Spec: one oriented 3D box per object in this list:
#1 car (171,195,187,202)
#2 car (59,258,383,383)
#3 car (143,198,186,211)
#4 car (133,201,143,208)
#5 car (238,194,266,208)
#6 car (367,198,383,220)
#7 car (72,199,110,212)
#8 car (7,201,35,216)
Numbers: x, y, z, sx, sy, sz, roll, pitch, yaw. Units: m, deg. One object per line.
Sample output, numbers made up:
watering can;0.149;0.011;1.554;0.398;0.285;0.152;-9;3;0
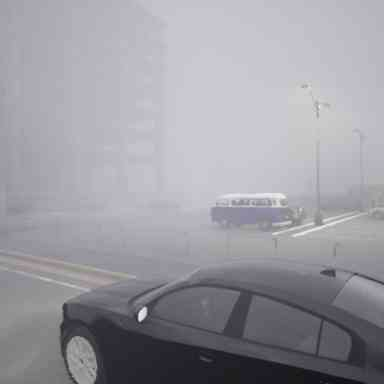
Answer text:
car;-3.095;1.608;80.856;1.851;1.617;3.988;0;0;36
car;0.597;1.487;3.567;5.008;1.535;1.882;0;0;35
car;-3.398;1.612;41.921;2.128;1.511;4.902;0;0;35
car;-6.398;1.716;50.116;2.033;1.411;5.357;0;0;36
car;11.359;1.340;62.723;2.150;2.045;5.566;0;-1;35
car;15.103;1.407;24.459;3.806;1.475;1.970;0;0;36
car;-12.552;1.646;41.452;1.882;1.535;5.008;0;0;35
car;-18.385;1.646;33.241;1.882;1.535;5.008;0;0;35
